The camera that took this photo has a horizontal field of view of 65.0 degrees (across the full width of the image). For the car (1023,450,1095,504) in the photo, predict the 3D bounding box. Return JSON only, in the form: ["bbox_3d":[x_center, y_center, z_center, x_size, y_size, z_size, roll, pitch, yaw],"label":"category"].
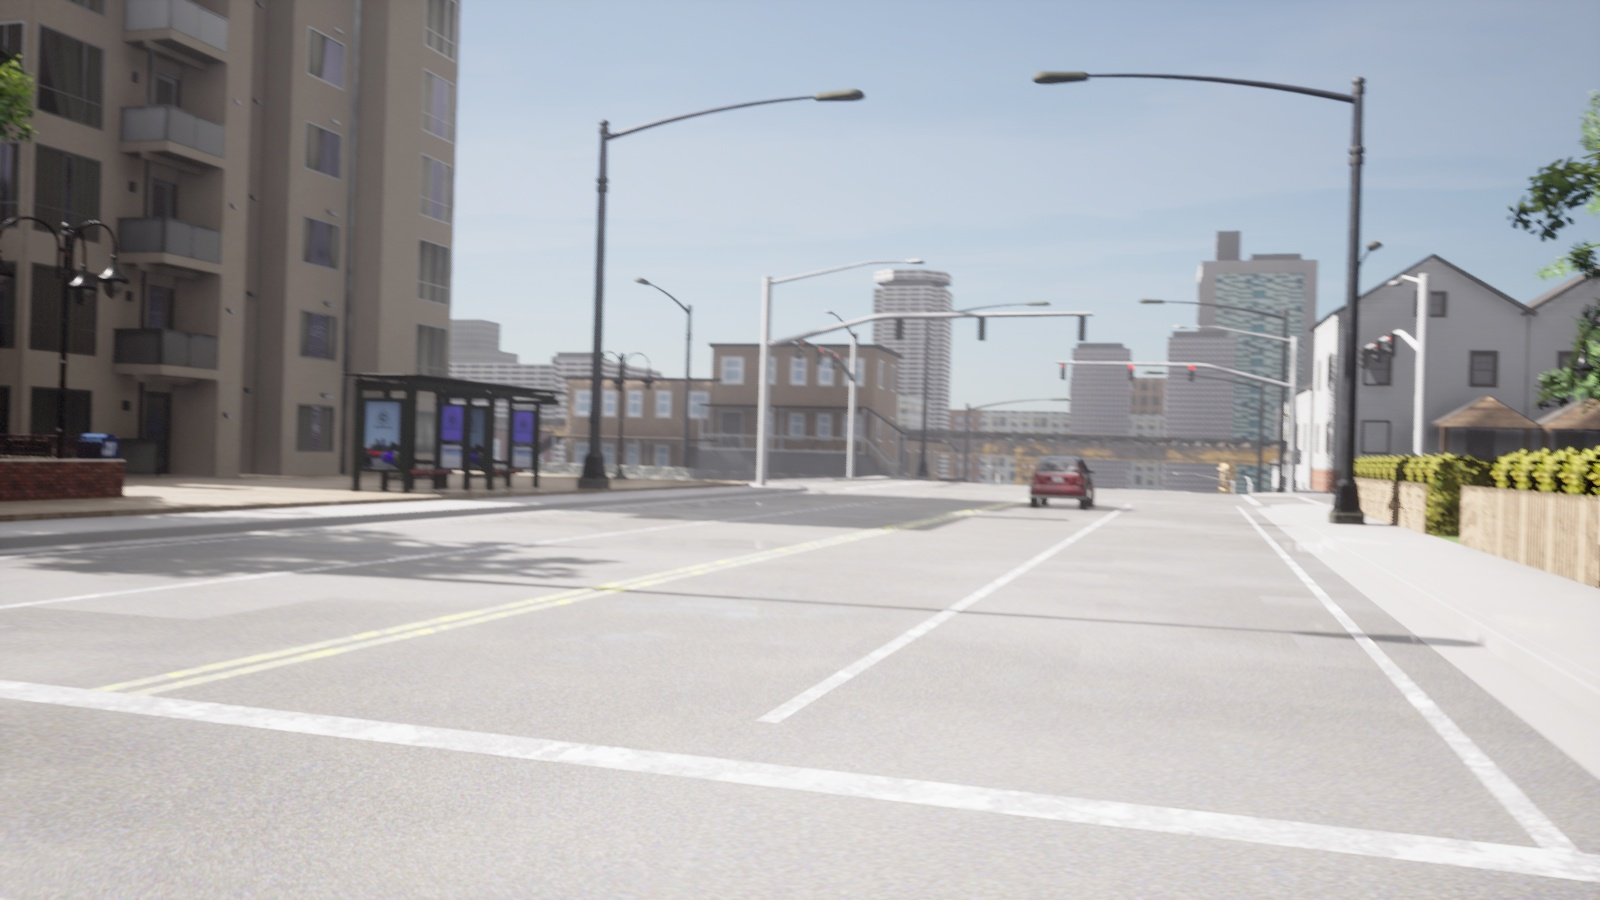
[{"bbox_3d":[7.945,0.793,38.326,1.789,1.549,3.705,1,0,17],"label":"car"}]
